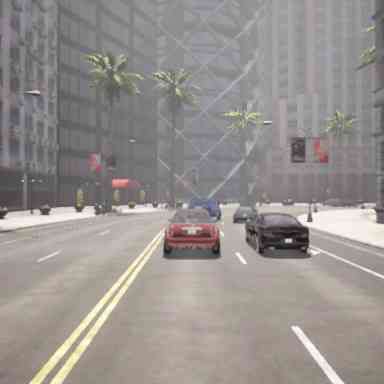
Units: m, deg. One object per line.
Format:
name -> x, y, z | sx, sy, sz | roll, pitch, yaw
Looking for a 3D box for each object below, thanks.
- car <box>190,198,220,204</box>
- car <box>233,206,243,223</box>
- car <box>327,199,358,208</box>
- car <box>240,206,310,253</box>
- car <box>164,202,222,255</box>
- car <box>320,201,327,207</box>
car -> 1.125, 1.486, 28.537 | 2.150, 2.045, 5.566 | 0, 0, 13
car -> 4.625, 1.829, 28.029 | 1.994, 1.385, 4.181 | 0, -1, 14
car -> 28.118, 2.088, 61.483 | 4.892, 1.490, 1.837 | 0, -1, -12
car -> 3.515, 1.615, 14.476 | 1.882, 1.535, 5.008 | 0, 0, 1
car -> 0.004, 1.484, 14.076 | 2.097, 1.767, 4.553 | 0, -1, 0
car -> 27.516, 2.137, 64.935 | 4.902, 1.511, 2.128 | 0, -1, -12
